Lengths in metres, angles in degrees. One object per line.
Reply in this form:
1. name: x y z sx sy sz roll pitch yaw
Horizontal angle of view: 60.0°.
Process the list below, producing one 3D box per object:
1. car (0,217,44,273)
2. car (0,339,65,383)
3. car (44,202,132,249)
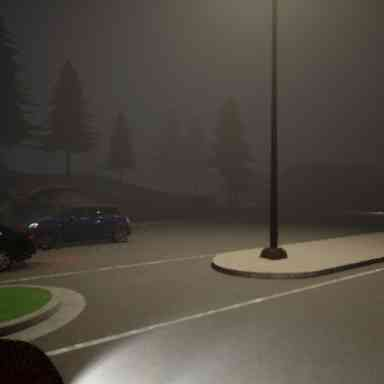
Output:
1. car: -6.944 1.491 9.143 4.892 1.490 1.837 0 0 -32
2. car: -2.713 1.557 1.627 4.181 1.385 1.994 0 0 -37
3. car: -5.029 1.348 14.528 4.553 1.767 2.097 0 0 -34
